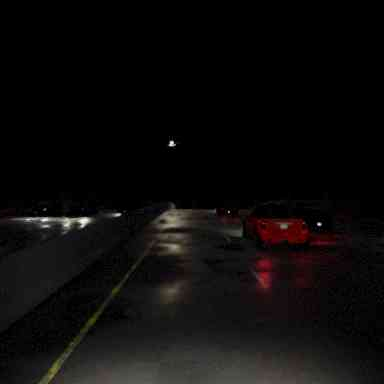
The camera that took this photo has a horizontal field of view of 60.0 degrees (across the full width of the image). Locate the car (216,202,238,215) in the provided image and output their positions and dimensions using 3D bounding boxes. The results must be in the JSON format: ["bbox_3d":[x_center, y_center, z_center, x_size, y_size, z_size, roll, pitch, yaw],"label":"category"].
[{"bbox_3d":[3.595,1.670,34.795,1.895,1.301,4.718,0,0,0],"label":"car"}]

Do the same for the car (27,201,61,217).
[{"bbox_3d":[-14.101,1.590,32.324,1.812,1.442,4.674,0,0,0],"label":"car"}]

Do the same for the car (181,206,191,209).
[{"bbox_3d":[-1.235,3.864,72.861,1.837,1.490,4.892,0,-6,0],"label":"car"}]

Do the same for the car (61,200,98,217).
[{"bbox_3d":[-10.601,1.542,32.394,1.882,1.535,5.008,0,0,0],"label":"car"}]

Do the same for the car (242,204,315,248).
[{"bbox_3d":[3.598,1.381,15.134,2.097,1.767,4.553,0,0,0],"label":"car"}]

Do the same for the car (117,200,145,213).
[{"bbox_3d":[-7.104,1.624,38.006,2.033,1.411,5.357,0,0,0],"label":"car"}]

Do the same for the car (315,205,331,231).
[{"bbox_3d":[7.097,1.546,20.957,1.837,1.490,4.892,0,0,0],"label":"car"}]
